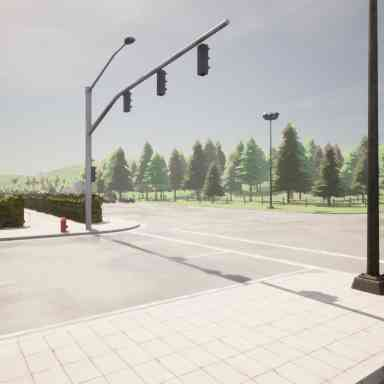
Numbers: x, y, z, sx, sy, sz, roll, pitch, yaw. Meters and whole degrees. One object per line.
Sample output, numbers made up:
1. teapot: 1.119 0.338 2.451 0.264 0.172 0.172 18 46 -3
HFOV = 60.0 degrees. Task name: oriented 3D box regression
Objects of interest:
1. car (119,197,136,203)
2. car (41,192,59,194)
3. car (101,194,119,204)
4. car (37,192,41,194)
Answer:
1. car: -13.108 1.601 66.513 1.895 1.301 4.718 0 0 -35
2. car: -24.108 1.221 57.614 2.150 2.045 5.566 0 0 -34
3. car: -16.747 1.601 65.616 1.895 1.301 4.718 0 0 -34
4. car: -29.773 1.058 65.859 2.150 2.045 5.566 0 0 -34
